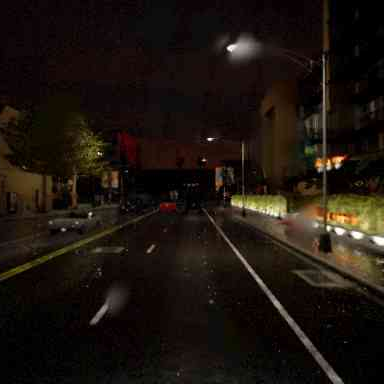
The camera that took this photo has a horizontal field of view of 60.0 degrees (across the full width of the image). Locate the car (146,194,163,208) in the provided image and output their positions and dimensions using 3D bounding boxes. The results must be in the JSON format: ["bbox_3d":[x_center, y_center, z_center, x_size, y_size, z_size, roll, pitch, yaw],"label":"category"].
[{"bbox_3d":[-6.913,1.805,58.230,2.150,2.045,5.566,0,0,1],"label":"car"}]

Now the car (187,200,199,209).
[{"bbox_3d":[0.222,2.130,57.345,2.033,1.411,5.357,0,-1,0],"label":"car"}]

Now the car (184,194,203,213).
[{"bbox_3d":[0.191,1.665,43.326,2.150,2.045,5.566,0,0,0],"label":"car"}]

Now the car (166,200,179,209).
[{"bbox_3d":[-3.281,2.126,57.129,2.033,1.411,5.357,0,-1,0],"label":"car"}]

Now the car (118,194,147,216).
[{"bbox_3d":[-7.012,1.612,38.813,2.150,2.045,5.566,0,-1,0],"label":"car"}]

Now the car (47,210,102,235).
[{"bbox_3d":[-7.057,1.806,20.489,1.895,1.301,4.718,0,-1,0],"label":"car"}]

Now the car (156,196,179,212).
[{"bbox_3d":[-3.305,1.817,45.748,2.097,1.767,4.553,0,0,0],"label":"car"}]
